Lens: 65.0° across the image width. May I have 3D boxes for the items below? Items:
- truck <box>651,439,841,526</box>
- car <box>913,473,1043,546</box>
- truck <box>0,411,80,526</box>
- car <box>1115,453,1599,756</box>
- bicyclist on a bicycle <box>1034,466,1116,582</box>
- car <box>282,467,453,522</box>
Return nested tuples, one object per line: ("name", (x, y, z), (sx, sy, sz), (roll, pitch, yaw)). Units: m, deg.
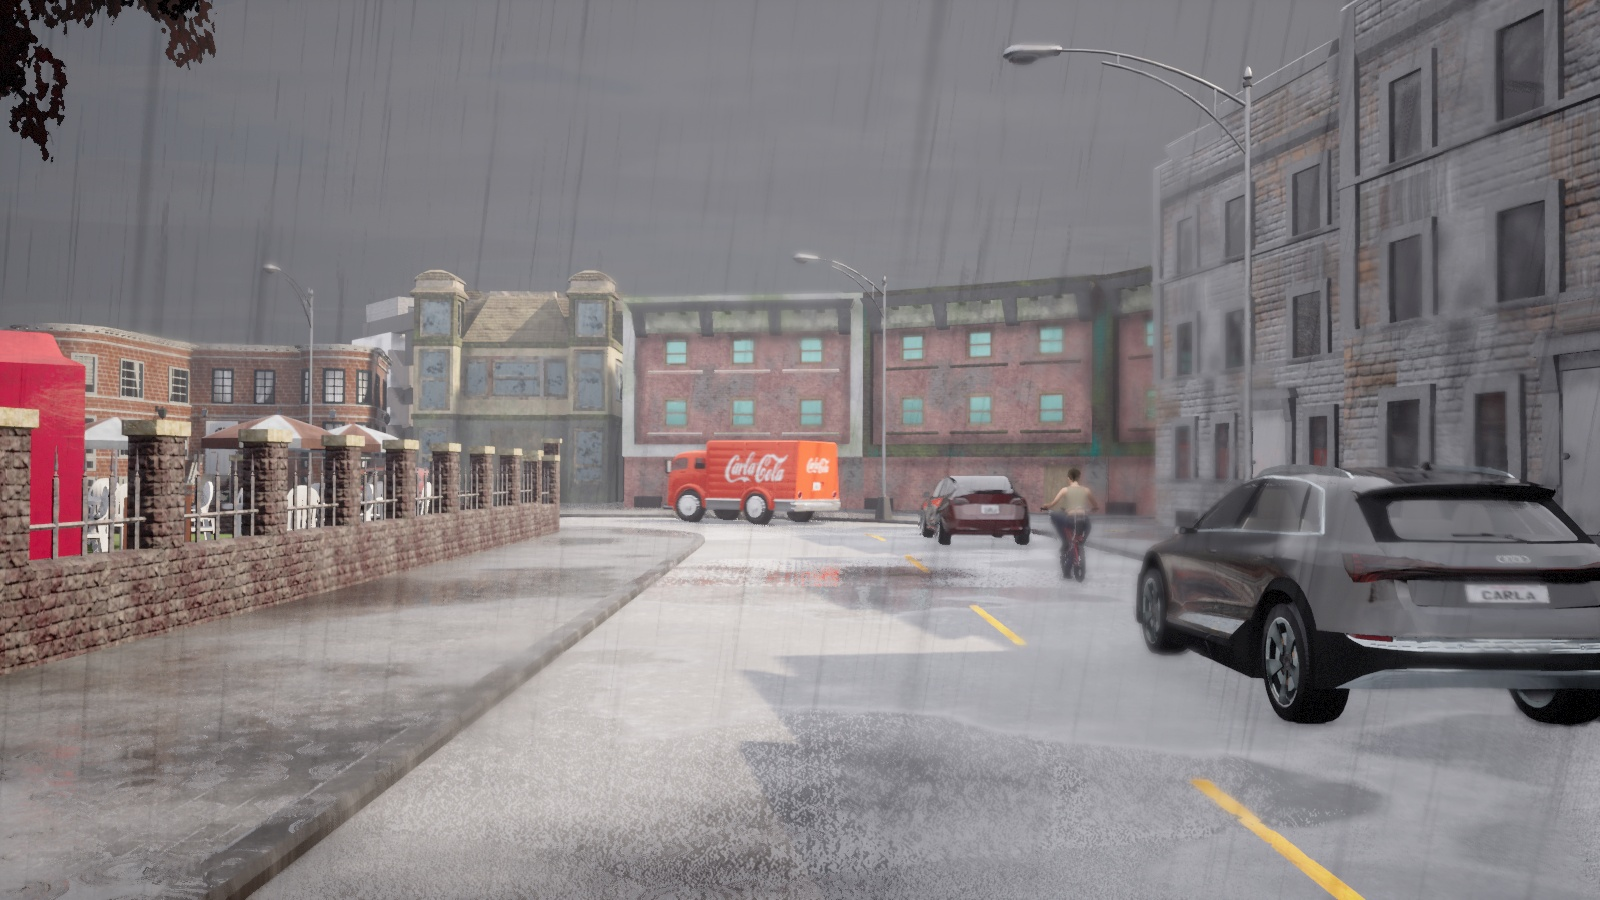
("truck", (-1.655, 0.973, 37.996), (5.204, 2.467, 2.627), (-1, -2, 34))
("car", (3.909, 1.276, 28.414), (2.163, 1.488, 4.792), (0, -1, -1))
("truck", (-27.436, 0.603, 39.448), (7.936, 3.462, 2.891), (0, -1, 0))
("car", (3.980, 0.885, 9.315), (2.033, 1.649, 4.856), (0, -1, 0))
("bicyclist on a bicycle", (3.953, 1.040, 18.165), (0.866, 1.612, 1.509), (0, -1, 1))
("car", (-13.517, 1.374, 39.462), (4.611, 1.667, 2.242), (0, -1, 0))
